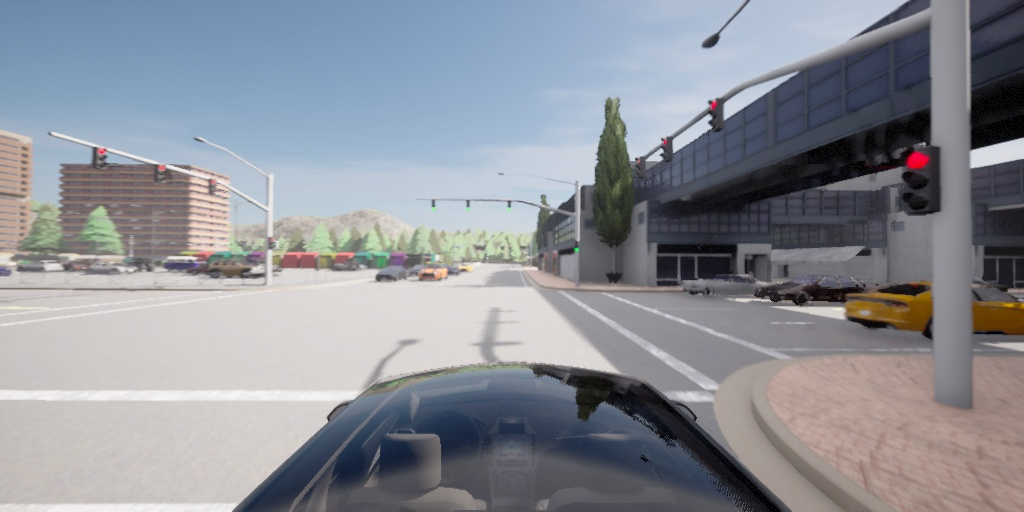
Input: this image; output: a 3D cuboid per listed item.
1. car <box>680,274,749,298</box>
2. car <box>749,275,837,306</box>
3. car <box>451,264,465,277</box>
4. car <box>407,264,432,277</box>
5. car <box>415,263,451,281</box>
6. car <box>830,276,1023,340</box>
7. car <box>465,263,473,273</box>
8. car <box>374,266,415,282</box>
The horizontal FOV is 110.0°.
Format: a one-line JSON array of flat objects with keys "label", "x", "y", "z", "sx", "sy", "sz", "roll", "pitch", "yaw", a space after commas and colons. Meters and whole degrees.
[{"label": "car", "x": 12.318, "y": 1.691, "z": 20.599, "sx": 4.718, "sy": 1.301, "sz": 1.895, "roll": 0, "pitch": -1, "yaw": -1}, {"label": "car", "x": 14.806, "y": 1.608, "z": 17.125, "sx": 5.357, "sy": 1.411, "sz": 2.033, "roll": 0, "pitch": -1, "yaw": -1}, {"label": "car", "x": -7.599, "y": 1.854, "z": 45.309, "sx": 1.994, "sy": 1.385, "sz": 4.181, "roll": 0, "pitch": -1, "yaw": 1}, {"label": "car", "x": -11.120, "y": 1.768, "z": 43.566, "sx": 1.812, "sy": 1.442, "sz": 4.674, "roll": 0, "pitch": -1, "yaw": 1}, {"label": "car", "x": -7.687, "y": 1.506, "z": 35.290, "sx": 2.097, "sy": 1.767, "sz": 4.553, "roll": 0, "pitch": -1, "yaw": 0}, {"label": "car", "x": 12.304, "y": 1.459, "z": 10.031, "sx": 5.008, "sy": 1.535, "sz": 1.882, "roll": 1, "pitch": -1, "yaw": -1}, {"label": "car", "x": -7.382, "y": 1.937, "z": 57.614, "sx": 1.882, "sy": 1.535, "sz": 5.008, "roll": 0, "pitch": -1, "yaw": 1}, {"label": "car", "x": -11.200, "y": 1.659, "z": 33.991, "sx": 2.033, "sy": 1.411, "sz": 5.357, "roll": 0, "pitch": -1, "yaw": 0}]
